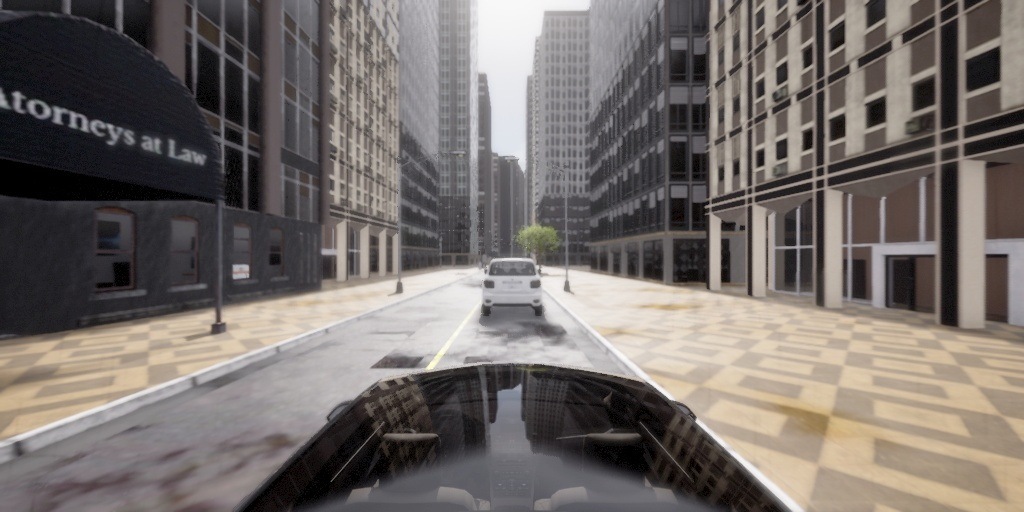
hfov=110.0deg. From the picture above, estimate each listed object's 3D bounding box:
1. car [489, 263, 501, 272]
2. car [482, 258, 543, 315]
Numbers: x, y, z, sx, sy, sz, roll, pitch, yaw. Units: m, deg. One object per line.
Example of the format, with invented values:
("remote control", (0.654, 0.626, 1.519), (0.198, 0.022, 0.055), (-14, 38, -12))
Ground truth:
("car", (-2.965, 1.937, 63.950), (1.837, 1.490, 4.892), (0, -1, 1))
("car", (0.027, 1.107, 14.406), (2.150, 2.045, 5.566), (0, 0, 0))
